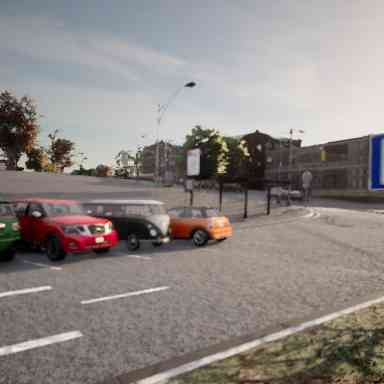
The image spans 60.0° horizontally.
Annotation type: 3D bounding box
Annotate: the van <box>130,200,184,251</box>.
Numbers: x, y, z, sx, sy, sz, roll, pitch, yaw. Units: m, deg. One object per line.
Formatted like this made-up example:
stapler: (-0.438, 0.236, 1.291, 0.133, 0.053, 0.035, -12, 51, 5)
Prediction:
van: (-2.817, 1.336, 14.352, 4.442, 1.987, 1.878, -1, -2, 35)

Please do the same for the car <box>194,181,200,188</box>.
car: (2.282, -1.423, 62.066, 1.946, 1.575, 5.366, 7, 3, 35)

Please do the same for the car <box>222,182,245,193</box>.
car: (7.380, -0.602, 54.524, 2.231, 1.521, 4.892, 7, 3, 35)

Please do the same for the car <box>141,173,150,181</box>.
car: (-8.310, -3.322, 76.571, 2.435, 2.045, 5.566, 8, 3, 34)

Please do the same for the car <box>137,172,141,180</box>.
car: (-10.116, -3.475, 79.028, 2.185, 1.767, 4.553, 6, 2, 33)

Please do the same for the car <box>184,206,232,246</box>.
car: (-0.419, 1.477, 16.115, 4.553, 1.767, 2.185, -1, -1, 35)

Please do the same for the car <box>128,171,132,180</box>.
car: (-13.639, -3.991, 83.830, 2.435, 2.045, 5.566, 2, -2, 34)

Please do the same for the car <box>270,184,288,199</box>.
car: (12.625, -0.031, 47.164, 2.435, 2.045, 5.566, 7, 3, 35)

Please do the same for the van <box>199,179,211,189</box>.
van: (3.871, -1.377, 59.343, 1.878, 1.987, 4.442, 8, 3, 35)

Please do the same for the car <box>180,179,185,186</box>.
car: (0.441, -1.658, 64.378, 2.002, 1.452, 4.674, 8, 3, 34)

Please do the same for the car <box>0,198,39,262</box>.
car: (-7.850, 1.232, 10.950, 5.566, 2.045, 2.435, -1, -1, 34)

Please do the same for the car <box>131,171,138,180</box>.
car: (-11.857, -3.712, 81.490, 2.185, 1.767, 4.553, 4, 0, 33)

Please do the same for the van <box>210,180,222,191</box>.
van: (5.611, -1.102, 56.880, 1.878, 1.987, 4.442, 8, 3, 35)

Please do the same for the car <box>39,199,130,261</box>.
car: (-5.346, 1.272, 12.669, 5.566, 2.045, 2.435, -1, -2, 35)

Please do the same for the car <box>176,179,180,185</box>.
car: (-1.313, -1.933, 66.832, 2.002, 1.452, 4.674, 7, 3, 34)

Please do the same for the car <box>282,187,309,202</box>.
car: (14.324, 0.533, 44.697, 2.002, 1.452, 4.674, 7, 3, 35)

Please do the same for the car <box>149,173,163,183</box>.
car: (-6.451, -2.795, 74.319, 1.946, 1.575, 5.366, 7, 3, 34)
